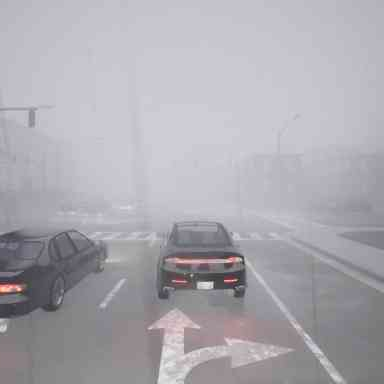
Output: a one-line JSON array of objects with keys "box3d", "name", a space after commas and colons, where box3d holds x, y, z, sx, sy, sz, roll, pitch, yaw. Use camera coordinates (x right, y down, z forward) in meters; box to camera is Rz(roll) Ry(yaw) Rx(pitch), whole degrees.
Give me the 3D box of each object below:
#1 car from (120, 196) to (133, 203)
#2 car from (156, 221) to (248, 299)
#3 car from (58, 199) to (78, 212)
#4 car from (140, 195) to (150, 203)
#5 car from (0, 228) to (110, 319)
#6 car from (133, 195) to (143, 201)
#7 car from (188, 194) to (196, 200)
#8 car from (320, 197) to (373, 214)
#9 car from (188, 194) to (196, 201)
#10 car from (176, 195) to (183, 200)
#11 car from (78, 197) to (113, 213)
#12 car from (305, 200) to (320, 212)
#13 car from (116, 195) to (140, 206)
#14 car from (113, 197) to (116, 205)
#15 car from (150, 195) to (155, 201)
[{"box3d": [-13.989, 1.553, 71.168, 1.994, 1.385, 4.181, 0, 0, 0], "name": "car"}, {"box3d": [0.116, 1.492, 8.488, 2.128, 1.511, 4.902, 0, 0, -3], "name": "car"}, {"box3d": [-14.094, 1.548, 39.727, 2.033, 1.411, 5.357, 0, 0, 0], "name": "car"}, {"box3d": [-10.489, 1.478, 69.220, 1.882, 1.535, 5.008, 0, 0, 0], "name": "car"}, {"box3d": [-3.430, 1.547, 7.684, 2.033, 1.411, 5.357, 0, 0, 0], "name": "car"}, {"box3d": [-13.987, 1.431, 86.122, 1.812, 1.442, 4.674, 0, 0, 0], "name": "car"}, {"box3d": [0.014, 1.355, 92.893, 2.097, 1.767, 4.553, 0, 0, 0], "name": "car"}, {"box3d": [16.546, 1.352, 35.245, 4.553, 1.767, 2.097, 0, 0, 0], "name": "car"}, {"box3d": [0.013, 1.500, 82.502, 1.837, 1.490, 4.892, 0, 0, 0], "name": "car"}, {"box3d": [-3.486, 1.524, 92.909, 1.812, 1.442, 4.674, 0, 0, 0], "name": "car"}, {"box3d": [-10.595, 1.352, 36.915, 2.097, 1.767, 4.553, 0, 0, 0], "name": "car"}, {"box3d": [15.718, 1.492, 38.745, 4.902, 1.511, 2.128, 0, 0, 0], "name": "car"}, {"box3d": [-10.578, 1.491, 55.162, 2.128, 1.511, 4.902, 0, 0, 0], "name": "car"}, {"box3d": [-14.060, 1.547, 59.919, 2.033, 1.411, 5.357, 0, 0, 0], "name": "car"}, {"box3d": [-10.487, 1.470, 84.000, 1.882, 1.535, 5.008, 0, 0, 0], "name": "car"}]
